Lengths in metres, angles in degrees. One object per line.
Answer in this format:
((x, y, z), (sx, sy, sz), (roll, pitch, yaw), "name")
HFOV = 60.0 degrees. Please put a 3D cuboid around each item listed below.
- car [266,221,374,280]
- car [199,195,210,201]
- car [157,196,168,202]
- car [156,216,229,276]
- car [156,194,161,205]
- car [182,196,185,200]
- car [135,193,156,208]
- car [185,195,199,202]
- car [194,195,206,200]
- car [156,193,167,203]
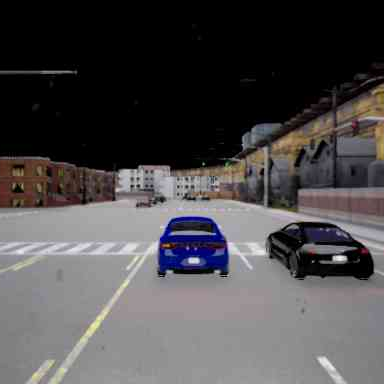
((3.577, 1.573, 10.033), (1.994, 1.385, 4.181), (0, 0, 0), "car")
((3.422, 1.540, 82.778), (1.882, 1.535, 5.008), (0, 0, -3), "car")
((-7.049, 1.606, 79.293), (2.033, 1.411, 5.357), (0, 0, 0), "car")
((-0.019, 1.486, 10.384), (1.882, 1.535, 5.008), (0, 0, -1), "car")
((-7.088, 1.575, 58.552), (1.812, 1.442, 4.674), (0, 0, 0), "car")
((-1.235, 1.489, 92.008), (2.033, 1.411, 5.357), (0, 0, -17), "car")
((-7.115, 1.394, 49.753), (2.097, 1.767, 4.553), (0, 0, 0), "car")
((-0.067, 1.414, 81.888), (2.097, 1.767, 4.553), (0, 0, -3), "car")
((2.161, 1.467, 92.858), (1.812, 1.442, 4.674), (0, 0, -17), "car")
((-7.042, 1.283, 68.787), (2.150, 2.045, 5.566), (0, 0, 0), "car")
